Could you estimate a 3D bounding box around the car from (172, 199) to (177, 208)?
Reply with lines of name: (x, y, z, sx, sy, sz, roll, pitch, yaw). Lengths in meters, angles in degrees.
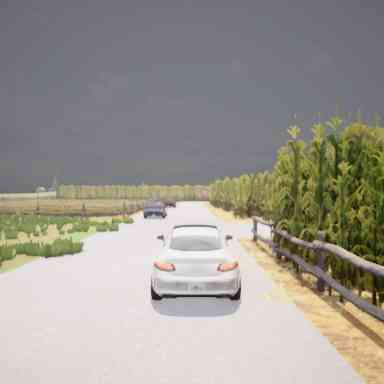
car: (-3.176, 1.578, 46.316, 1.895, 1.301, 4.718, 0, 0, 0)

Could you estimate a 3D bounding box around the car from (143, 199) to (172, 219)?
car: (-3.163, 1.533, 29.679, 2.033, 1.411, 5.357, 0, 0, -1)

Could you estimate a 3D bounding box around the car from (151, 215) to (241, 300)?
car: (0.079, 1.522, 8.221, 1.812, 1.442, 4.674, 0, 0, 0)
